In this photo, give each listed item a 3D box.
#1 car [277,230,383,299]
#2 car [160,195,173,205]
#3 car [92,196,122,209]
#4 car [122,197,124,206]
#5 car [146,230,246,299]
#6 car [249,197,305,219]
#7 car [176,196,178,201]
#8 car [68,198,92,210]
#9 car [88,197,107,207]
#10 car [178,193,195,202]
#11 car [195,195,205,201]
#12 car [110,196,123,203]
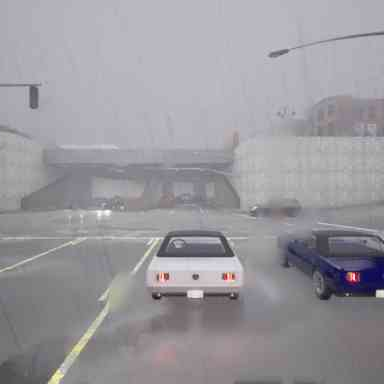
[{"bbox_3d":[3.578,1.601,8.391,1.895,1.301,4.718,0,0,0],"label":"car"},{"bbox_3d":[-4.415,1.352,57.216,2.097,1.767,4.553,0,0,-1],"label":"car"},{"bbox_3d":[-11.293,1.491,44.548,2.128,1.511,4.902,0,0,-1],"label":"car"},{"bbox_3d":[-11.530,1.547,54.185,2.033,1.411,5.357,0,0,-1],"label":"car"},{"bbox_3d":[0.078,1.601,8.380,1.895,1.301,4.718,0,0,0],"label":"car"},{"bbox_3d":[7.251,1.356,28.762,4.553,1.767,2.097,-1,0,5],"label":"car"},{"bbox_3d":[-2.423,1.478,85.456,1.882,1.535,5.008,0,0,24],"label":"car"},{"bbox_3d":[-14.783,1.526,44.111,1.812,1.442,4.674,0,0,-2],"label":"car"},{"bbox_3d":[-15.004,1.526,53.157,1.812,1.442,4.674,0,0,-1],"label":"car"},{"bbox_3d":[-1.272,1.224,75.473,2.150,2.045,5.566,0,0,6],"label":"car"},{"bbox_3d":[1.425,1.536,85.540,2.033,1.411,5.357,0,0,28],"label":"car"},{"bbox_3d":[-15.278,1.525,67.637,1.812,1.442,4.674,0,0,-1],"label":"car"}]
